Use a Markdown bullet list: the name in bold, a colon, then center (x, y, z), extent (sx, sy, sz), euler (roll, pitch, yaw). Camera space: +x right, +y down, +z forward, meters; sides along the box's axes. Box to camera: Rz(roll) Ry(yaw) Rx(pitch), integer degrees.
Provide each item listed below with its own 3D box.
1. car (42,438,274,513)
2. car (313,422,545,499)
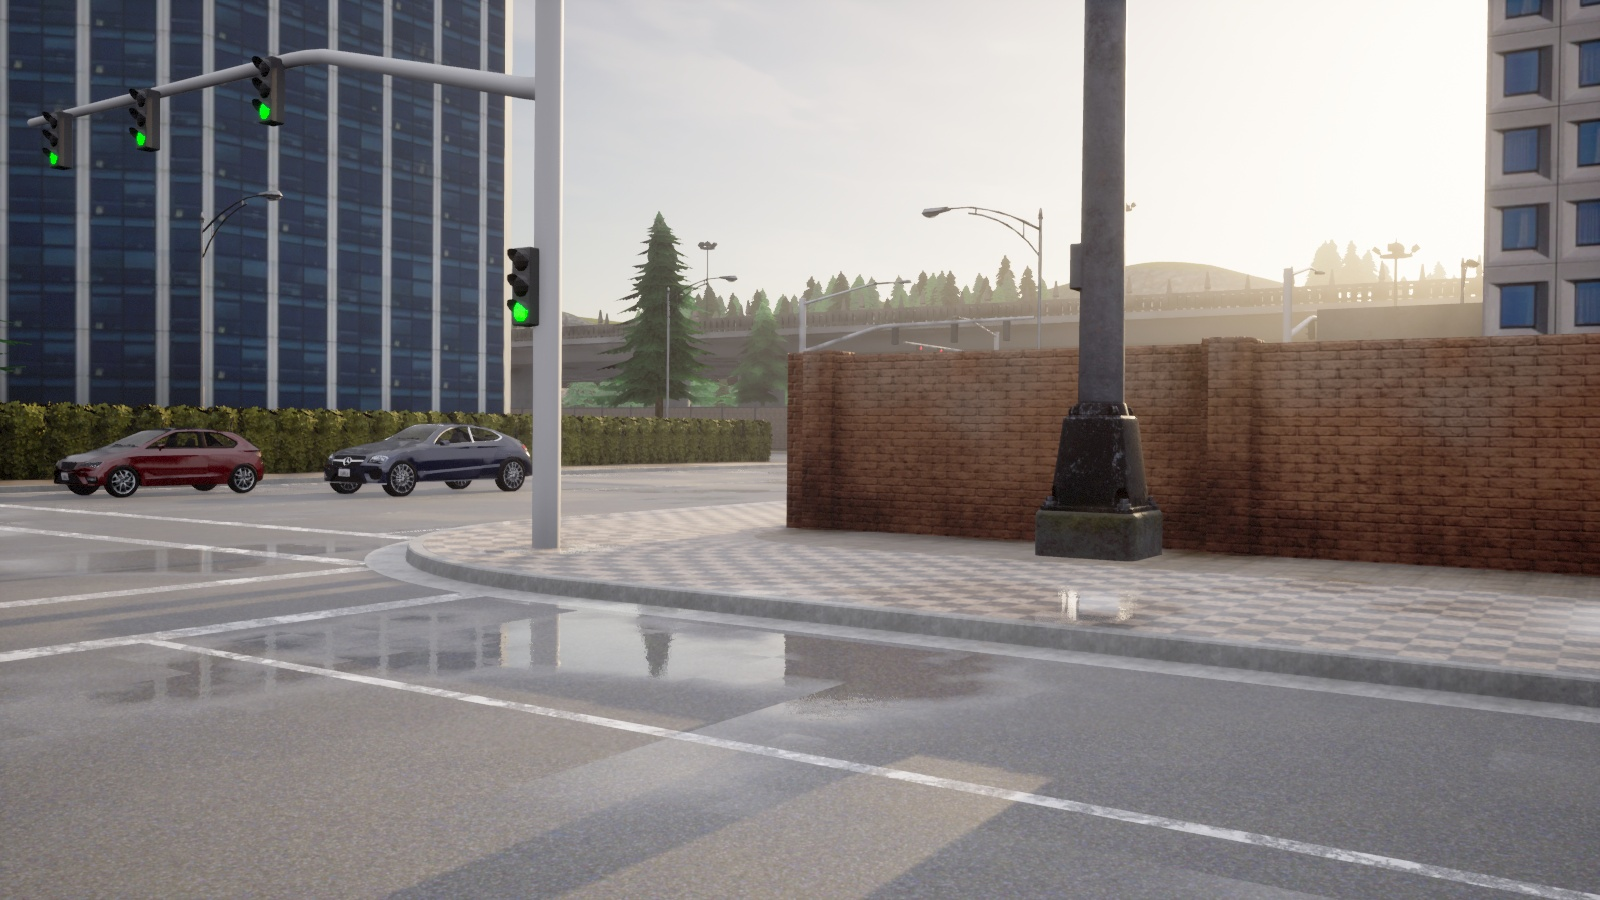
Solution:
- **car**: center (-14.023, 0.494, 27.653), extent (1.816, 1.474, 4.193), euler (0, 1, 33)
- **car**: center (-8.596, 0.184, 29.564), extent (2.152, 1.651, 5.027), euler (0, 1, 33)
